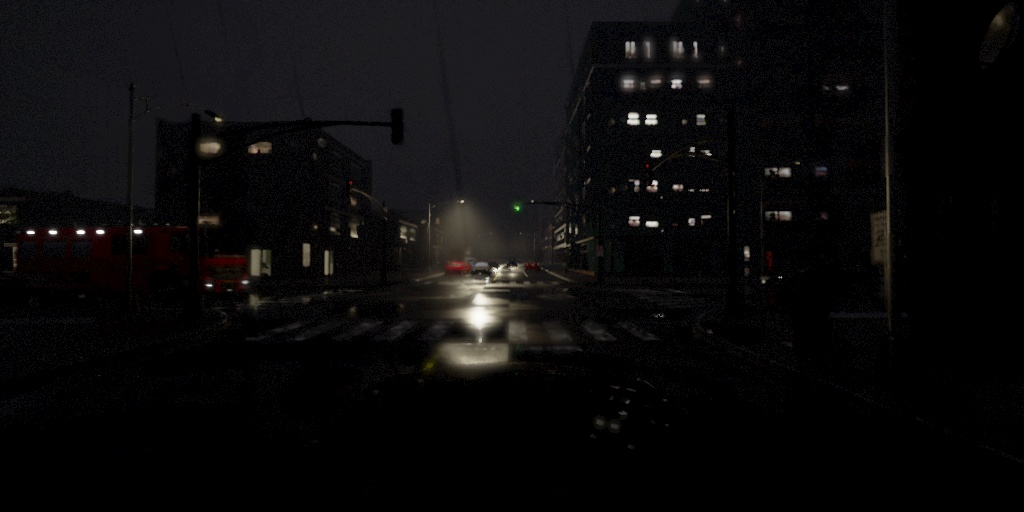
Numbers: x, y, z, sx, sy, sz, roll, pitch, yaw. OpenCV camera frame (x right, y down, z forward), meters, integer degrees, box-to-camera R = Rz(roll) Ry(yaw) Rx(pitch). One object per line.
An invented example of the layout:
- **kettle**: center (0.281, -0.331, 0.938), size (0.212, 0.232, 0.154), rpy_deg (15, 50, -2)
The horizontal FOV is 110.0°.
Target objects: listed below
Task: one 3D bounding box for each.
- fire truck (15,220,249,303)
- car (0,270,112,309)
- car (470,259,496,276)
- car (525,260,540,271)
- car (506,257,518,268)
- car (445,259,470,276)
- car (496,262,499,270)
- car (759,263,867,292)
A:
- **fire truck**: center (-17.636, 0.210, 17.063), size (8.468, 3.827, 2.891), rpy_deg (0, -1, 1)
- **car**: center (-19.296, 1.371, 14.231), size (4.507, 1.381, 1.888), rpy_deg (0, 0, 1)
- **car**: center (-3.100, 1.321, 37.487), size (2.033, 1.411, 5.357), rpy_deg (0, 0, 0)
- **car**: center (2.682, 1.221, 48.374), size (1.967, 1.591, 4.097), rpy_deg (0, 0, 0)
- **car**: center (-0.012, 1.318, 64.614), size (1.812, 1.442, 4.674), rpy_deg (0, 0, 0)
- **car**: center (-5.773, 1.318, 36.942), size (1.888, 1.381, 4.507), rpy_deg (0, 0, 0)
- **car**: center (-3.074, 1.350, 54.830), size (1.994, 1.385, 4.181), rpy_deg (0, 0, 0)
- **car**: center (16.398, 1.137, 19.842), size (4.902, 1.511, 2.128), rpy_deg (0, -1, 1)
